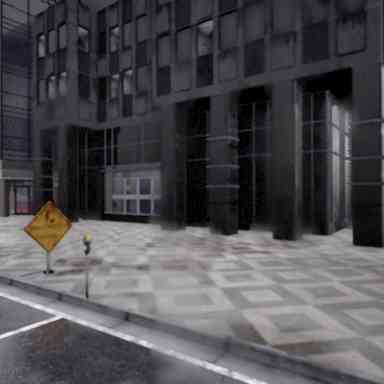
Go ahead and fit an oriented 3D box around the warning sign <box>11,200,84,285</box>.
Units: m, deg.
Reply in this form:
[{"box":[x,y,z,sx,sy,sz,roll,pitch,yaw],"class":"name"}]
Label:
[{"box":[-3.568,1.157,8.280,1.060,1.860,1.300,0,0,35],"class":"warning sign"}]
